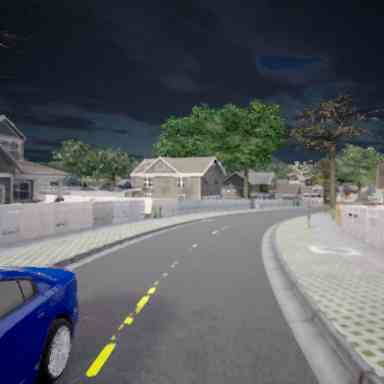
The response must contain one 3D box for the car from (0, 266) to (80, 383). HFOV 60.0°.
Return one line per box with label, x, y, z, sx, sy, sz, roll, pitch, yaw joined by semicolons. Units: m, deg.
car;-2.595;1.459;2.586;1.882;1.535;5.008;0;0;4
